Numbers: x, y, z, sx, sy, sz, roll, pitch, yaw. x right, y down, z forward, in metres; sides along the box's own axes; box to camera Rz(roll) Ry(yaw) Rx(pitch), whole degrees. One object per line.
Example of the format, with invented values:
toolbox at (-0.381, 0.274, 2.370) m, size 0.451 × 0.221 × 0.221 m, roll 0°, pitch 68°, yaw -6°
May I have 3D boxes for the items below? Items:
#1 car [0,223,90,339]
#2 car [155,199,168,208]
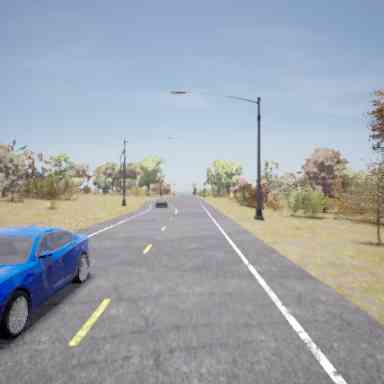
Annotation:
car at (-3.603, 1.476, 6.760) m, size 1.882 × 1.535 × 5.008 m, roll 0°, pitch 0°, yaw 0°
car at (-4.398, 1.615, 48.236) m, size 1.895 × 1.301 × 4.718 m, roll 0°, pitch 0°, yaw -6°
